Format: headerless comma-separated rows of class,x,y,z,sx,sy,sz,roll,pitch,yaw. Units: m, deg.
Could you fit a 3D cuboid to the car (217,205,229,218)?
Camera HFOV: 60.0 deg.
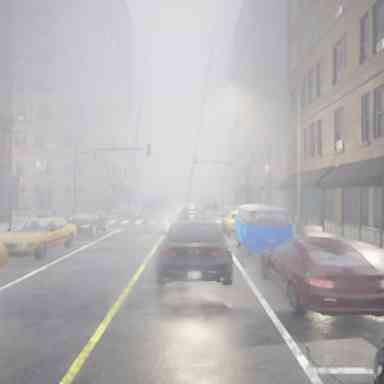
car,2.627,1.629,18.813,1.752,1.417,4.829,0,0,0

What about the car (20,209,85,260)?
car,-5.884,1.598,12.768,1.752,1.417,4.829,0,0,0

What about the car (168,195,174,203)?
car,-6.036,1.926,79.317,1.887,1.381,4.507,0,0,0

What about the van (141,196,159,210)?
van,-5.960,1.583,45.802,1.690,1.788,3.998,0,0,0

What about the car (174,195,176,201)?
car,-6.062,1.983,90.490,1.947,1.339,4.313,0,0,0

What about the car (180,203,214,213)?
car,0.018,1.659,20.303,2.033,1.411,5.357,0,0,0

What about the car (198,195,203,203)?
car,2.540,1.610,57.009,2.192,1.841,5.009,0,0,0

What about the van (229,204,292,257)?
van,2.641,1.415,12.974,1.690,1.788,3.998,0,0,0

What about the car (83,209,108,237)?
car,-5.898,1.654,18.605,2.008,1.369,4.403,0,0,0

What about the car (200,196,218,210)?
car,2.565,1.682,45.838,1.967,1.590,4.097,0,0,0

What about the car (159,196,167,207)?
car,-5.986,1.610,56.974,2.192,1.841,5.009,0,0,0

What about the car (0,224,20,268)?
car,-5.871,1.568,7.099,1.752,1.417,4.829,0,0,0

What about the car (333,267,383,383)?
car,2.667,1.562,1.633,2.008,1.369,4.403,0,0,0

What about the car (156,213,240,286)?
car,0.061,1.560,9.567,1.837,1.490,4.892,0,-1,0

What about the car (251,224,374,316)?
car,2.654,1.625,7.303,1.802,1.307,4.206,0,0,0
